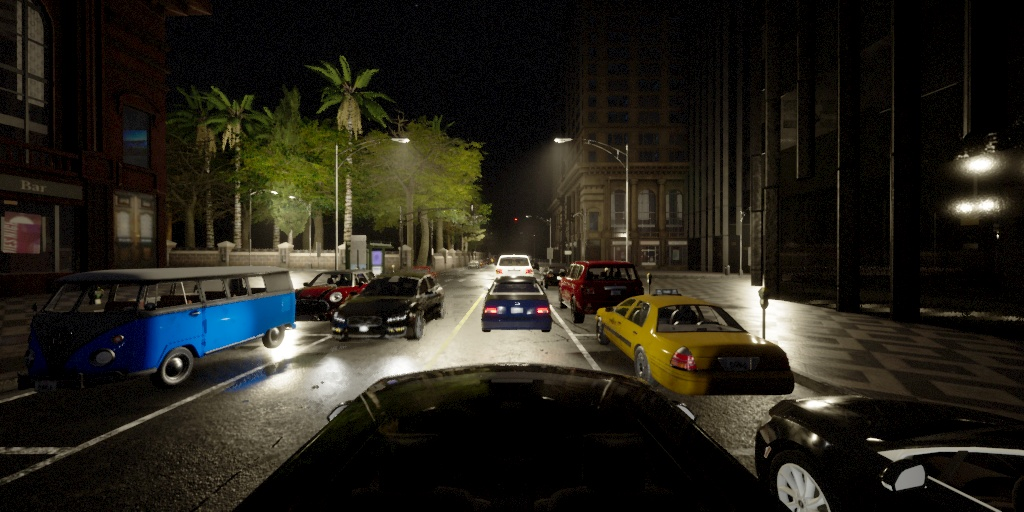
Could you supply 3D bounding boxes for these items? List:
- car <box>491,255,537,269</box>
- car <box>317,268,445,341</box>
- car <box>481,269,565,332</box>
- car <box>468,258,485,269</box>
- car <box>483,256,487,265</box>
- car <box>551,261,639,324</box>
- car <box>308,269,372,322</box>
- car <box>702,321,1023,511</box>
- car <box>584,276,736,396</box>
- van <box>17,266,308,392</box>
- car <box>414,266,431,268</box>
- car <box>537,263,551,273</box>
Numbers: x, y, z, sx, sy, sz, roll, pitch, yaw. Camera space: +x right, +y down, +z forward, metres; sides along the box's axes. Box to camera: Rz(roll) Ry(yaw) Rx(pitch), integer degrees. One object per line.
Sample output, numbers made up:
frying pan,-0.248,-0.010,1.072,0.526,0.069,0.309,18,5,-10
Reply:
car,0.110,0.968,21.324,2.150,2.045,5.566,0,0,0
car,-3.085,1.253,9.903,1.837,1.490,4.892,0,0,0
car,0.107,1.296,10.753,2.033,1.411,5.357,0,0,0
car,-5.736,1.274,54.664,2.007,1.370,4.403,0,0,0
car,-5.733,1.159,60.085,1.967,1.591,4.097,0,0,0
car,2.767,1.063,11.932,2.192,1.841,5.009,0,0,0
car,-5.758,1.188,11.952,1.967,1.591,4.097,0,0,0
car,2.762,1.300,1.082,2.007,1.370,4.403,0,0,0
car,2.765,1.275,6.677,1.751,1.417,4.829,0,0,0
van,-5.761,1.090,6.526,1.690,1.789,3.998,0,0,0
car,-5.753,1.327,22.805,1.802,1.307,4.207,0,0,0
car,2.773,1.310,22.783,1.948,1.339,4.313,0,0,0
